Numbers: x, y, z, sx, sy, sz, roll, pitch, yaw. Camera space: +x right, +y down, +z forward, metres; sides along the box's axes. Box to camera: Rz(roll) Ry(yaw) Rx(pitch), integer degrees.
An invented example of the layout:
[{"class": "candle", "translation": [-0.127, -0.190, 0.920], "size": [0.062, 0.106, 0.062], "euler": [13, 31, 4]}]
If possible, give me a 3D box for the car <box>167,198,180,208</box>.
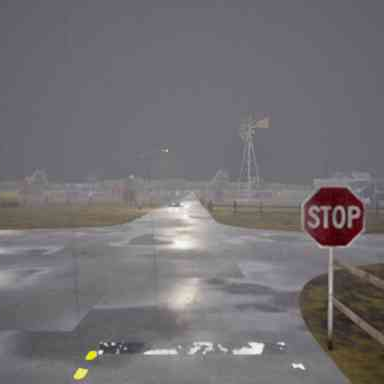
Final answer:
[{"class": "car", "translation": [-2.774, 1.664, 51.324], "size": [2.128, 1.511, 4.902], "euler": [0, 1, 0]}]
